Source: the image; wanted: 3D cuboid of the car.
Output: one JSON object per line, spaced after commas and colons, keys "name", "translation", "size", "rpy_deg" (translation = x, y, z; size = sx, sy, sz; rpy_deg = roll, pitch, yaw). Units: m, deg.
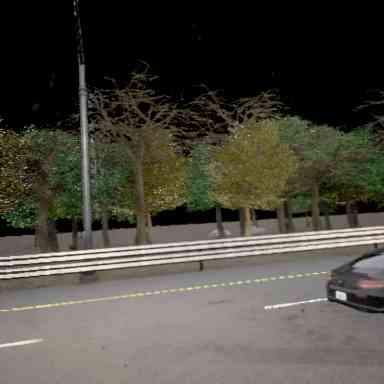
{"name": "car", "translation": [5.310, 1.910, 7.568], "size": [4.674, 1.442, 1.812], "rpy_deg": [-2, -5, -15]}
